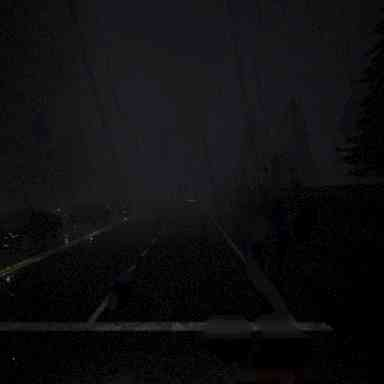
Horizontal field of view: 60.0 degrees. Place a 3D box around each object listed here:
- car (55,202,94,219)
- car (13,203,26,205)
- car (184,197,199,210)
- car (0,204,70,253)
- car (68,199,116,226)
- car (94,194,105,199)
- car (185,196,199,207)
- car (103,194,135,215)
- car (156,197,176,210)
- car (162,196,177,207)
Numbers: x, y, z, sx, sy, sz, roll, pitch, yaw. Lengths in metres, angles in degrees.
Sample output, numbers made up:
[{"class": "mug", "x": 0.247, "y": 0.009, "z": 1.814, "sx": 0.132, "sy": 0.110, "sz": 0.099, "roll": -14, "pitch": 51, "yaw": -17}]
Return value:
[{"class": "car", "x": -10.592, "y": 1.601, "z": 30.404, "sx": 1.895, "sy": 1.301, "sz": 4.718, "roll": 0, "pitch": 0, "yaw": 0}, {"class": "car", "x": -10.598, "y": 1.478, "z": 20.326, "sx": 1.882, "sy": 1.535, "sz": 5.008, "roll": 0, "pitch": 0, "yaw": 0}, {"class": "car", "x": -0.024, "y": 1.602, "z": 43.145, "sx": 1.895, "sy": 1.301, "sz": 4.718, "roll": 0, "pitch": 0, "yaw": 0}, {"class": "car", "x": -7.092, "y": 1.478, "z": 13.947, "sx": 1.882, "sy": 1.535, "sz": 5.008, "roll": 0, "pitch": 0, "yaw": 0}, {"class": "car", "x": -7.095, "y": 1.478, "z": 23.378, "sx": 1.882, "sy": 1.535, "sz": 5.008, "roll": 0, "pitch": 0, "yaw": 0}, {"class": "car", "x": -10.548, "y": 1.222, "z": 40.872, "sx": 2.150, "sy": 2.045, "sz": 5.566, "roll": 0, "pitch": 0, "yaw": 0}, {"class": "car", "x": -0.029, "y": 1.493, "z": 52.182, "sx": 2.128, "sy": 1.511, "sz": 4.902, "roll": 0, "pitch": 0, "yaw": 0}, {"class": "car", "x": -7.081, "y": 1.353, "z": 33.415, "sx": 2.097, "sy": 1.767, "sz": 4.553, "roll": 0, "pitch": 0, "yaw": 0}, {"class": "car", "x": -3.425, "y": 1.479, "z": 42.489, "sx": 1.882, "sy": 1.535, "sz": 5.008, "roll": 0, "pitch": 0, "yaw": 0}, {"class": "car", "x": -3.529, "y": 1.493, "z": 52.226, "sx": 2.128, "sy": 1.511, "sz": 4.902, "roll": 0, "pitch": 0, "yaw": -6}]
